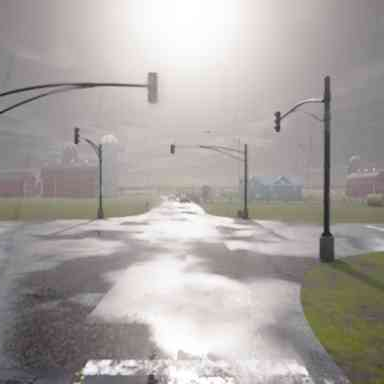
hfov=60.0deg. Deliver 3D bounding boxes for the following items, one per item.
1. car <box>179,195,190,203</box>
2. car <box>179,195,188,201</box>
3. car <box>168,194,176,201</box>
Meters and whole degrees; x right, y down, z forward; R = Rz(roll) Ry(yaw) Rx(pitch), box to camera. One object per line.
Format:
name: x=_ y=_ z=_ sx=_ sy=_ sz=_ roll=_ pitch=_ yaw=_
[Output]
car: x=-1.539 y=1.645 z=70.610 sx=1.895 sy=1.301 sz=4.718 roll=0 pitch=0 yaw=-3
car: x=-2.124 y=1.488 z=80.595 sx=1.837 sy=1.490 sz=4.892 roll=0 pitch=0 yaw=-4
car: x=-4.516 y=1.205 z=74.617 sx=1.812 sy=1.442 sz=4.674 roll=0 pitch=0 yaw=-3
